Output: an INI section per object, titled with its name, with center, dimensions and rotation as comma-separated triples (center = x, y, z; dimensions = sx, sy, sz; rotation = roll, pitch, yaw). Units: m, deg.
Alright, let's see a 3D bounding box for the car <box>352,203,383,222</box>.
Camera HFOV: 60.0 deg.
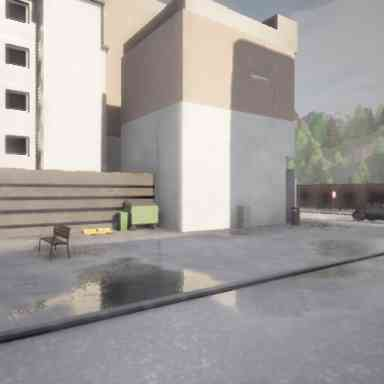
[car]
center = 13.830, 1.494, 23.939
dimensions = 1.994, 1.385, 4.181
rotation = 0, 0, -35
